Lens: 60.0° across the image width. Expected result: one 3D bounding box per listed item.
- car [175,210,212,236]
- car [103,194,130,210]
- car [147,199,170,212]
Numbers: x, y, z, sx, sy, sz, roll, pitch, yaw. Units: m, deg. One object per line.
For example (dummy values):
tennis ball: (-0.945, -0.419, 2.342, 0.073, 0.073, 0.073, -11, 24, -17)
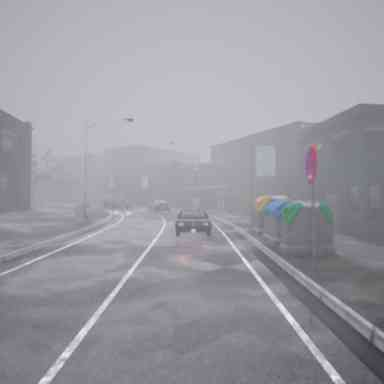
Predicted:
car: (0.011, 1.652, 18.862, 1.895, 1.301, 4.718, 0, 0, -2)
car: (-10.135, 1.297, 44.394, 2.150, 2.045, 5.566, 1, -1, -32)
car: (-4.094, 1.637, 40.574, 1.812, 1.442, 4.674, 1, 0, -22)
